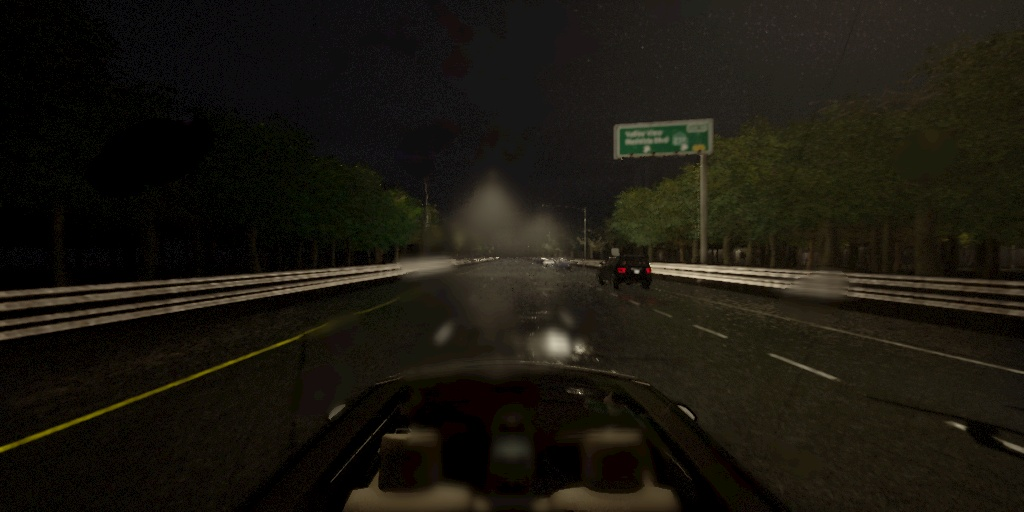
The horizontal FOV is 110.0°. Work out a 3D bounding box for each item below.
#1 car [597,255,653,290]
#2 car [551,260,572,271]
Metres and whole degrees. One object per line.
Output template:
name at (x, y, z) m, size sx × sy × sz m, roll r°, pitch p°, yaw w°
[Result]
car at (7.010, 0.976, 22.799) m, size 2.150 × 2.045 × 5.566 m, roll 0°, pitch 0°, yaw 0°
car at (7.025, 1.350, 49.803) m, size 1.895 × 1.301 × 4.718 m, roll 0°, pitch 0°, yaw 0°
